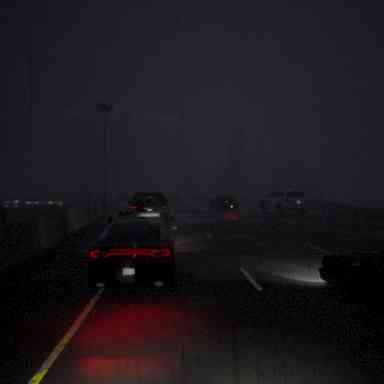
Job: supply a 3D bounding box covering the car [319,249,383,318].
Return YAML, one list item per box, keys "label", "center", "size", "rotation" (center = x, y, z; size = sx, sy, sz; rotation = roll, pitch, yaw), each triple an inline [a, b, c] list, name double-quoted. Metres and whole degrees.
- label: "car"
  center: [3.903, 1.477, 4.927]
  size: [2.033, 1.411, 5.357]
  rotation: [0, 1, -5]

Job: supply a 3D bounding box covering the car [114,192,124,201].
- label: "car"
  center: [-12.717, 0.806, 59.289]
  size: [2.128, 1.511, 4.902]
  rotation: [0, 1, -24]

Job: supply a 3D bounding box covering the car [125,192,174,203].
- label: "car"
  center: [-2.492, 0.997, 19.216]
  size: [2.150, 2.045, 5.566]
  rotation: [0, 1, -8]

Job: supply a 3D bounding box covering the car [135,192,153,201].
- label: "car"
  center: [-8.479, 0.788, 58.713]
  size: [1.882, 1.535, 5.008]
  rotation: [0, 0, -24]

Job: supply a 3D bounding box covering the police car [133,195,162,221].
- label: "police car"
  center: [-3.487, 1.126, 25.388]
  size: [1.930, 1.638, 5.238]
  rotation: [0, 1, -10]

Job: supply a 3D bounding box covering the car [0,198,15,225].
- label: "car"
  center: [-12.206, 1.304, 18.991]
  size: [1.837, 1.490, 4.892]
  rotation: [0, 1, -9]

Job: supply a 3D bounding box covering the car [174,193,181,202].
- label: "car"
  center: [-3.340, 0.905, 55.127]
  size: [1.994, 1.385, 4.181]
  rotation: [0, 1, -22]

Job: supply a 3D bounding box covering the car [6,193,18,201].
- label: "car"
  center: [-32.559, 0.880, 60.188]
  size: [1.812, 1.442, 4.674]
  rotation: [0, 1, -27]

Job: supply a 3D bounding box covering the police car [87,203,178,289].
- label: "police car"
  center: [-1.415, 1.318, 9.072]
  size: [1.930, 1.638, 5.238]
  rotation: [0, 1, -4]

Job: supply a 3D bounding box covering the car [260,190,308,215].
- label: "car"
  center: [7.909, 0.849, 29.145]
  size: [2.150, 2.045, 5.566]
  rotation: [0, 1, -12]

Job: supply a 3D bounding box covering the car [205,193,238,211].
- label: "car"
  center: [3.173, 1.088, 33.775]
  size: [1.837, 1.490, 4.892]
  rotation: [1, 0, -14]

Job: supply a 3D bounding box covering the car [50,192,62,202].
- label: "car"
  center: [-23.921, 0.830, 58.337]
  size: [1.882, 1.535, 5.008]
  rotation: [0, 1, -24]

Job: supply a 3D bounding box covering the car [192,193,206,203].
- label: "car"
  center: [1.558, 0.858, 52.031]
  size: [2.128, 1.511, 4.902]
  rotation: [0, 1, -20]

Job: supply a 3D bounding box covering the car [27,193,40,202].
- label: "car"
  center: [-26.980, 0.927, 56.697]
  size: [2.033, 1.411, 5.357]
  rotation: [0, 1, -24]
